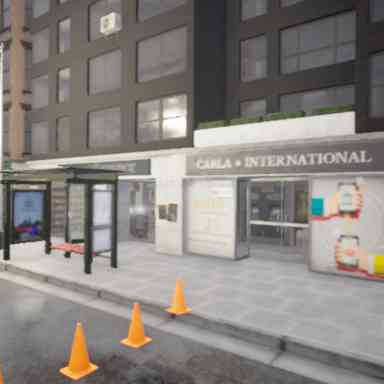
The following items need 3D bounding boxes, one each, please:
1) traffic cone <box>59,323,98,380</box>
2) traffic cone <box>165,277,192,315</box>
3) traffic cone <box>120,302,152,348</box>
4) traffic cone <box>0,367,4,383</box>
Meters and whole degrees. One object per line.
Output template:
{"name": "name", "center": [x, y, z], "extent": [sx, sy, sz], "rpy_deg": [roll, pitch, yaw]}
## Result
{"name": "traffic cone", "center": [-1.424, 1.949, 4.195], "extent": [0.340, 0.580, 0.340], "rpy_deg": [0, 0, 36]}
{"name": "traffic cone", "center": [-0.227, 1.796, 5.863], "extent": [0.340, 0.580, 0.340], "rpy_deg": [0, -3, 38]}
{"name": "traffic cone", "center": [-0.841, 1.953, 5.008], "extent": [0.340, 0.580, 0.340], "rpy_deg": [0, 0, 36]}
{"name": "traffic cone", "center": [-2.007, 1.946, 3.383], "extent": [0.340, 0.580, 0.340], "rpy_deg": [0, 0, 36]}
